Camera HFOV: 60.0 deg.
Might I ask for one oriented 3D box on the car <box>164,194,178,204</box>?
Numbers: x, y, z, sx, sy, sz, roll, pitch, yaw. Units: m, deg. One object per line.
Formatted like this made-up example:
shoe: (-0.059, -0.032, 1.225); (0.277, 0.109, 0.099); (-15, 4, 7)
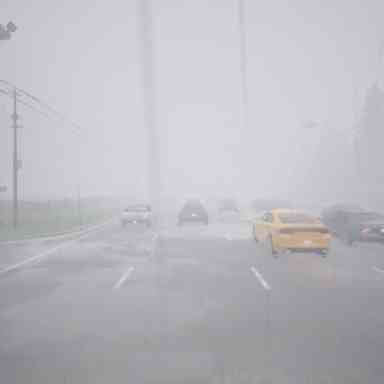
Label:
car: (-3.507, 1.065, 56.197); (2.097, 1.767, 4.553); (0, 0, 0)

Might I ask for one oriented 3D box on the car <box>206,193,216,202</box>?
car: (3.522, 1.048, 59.117); (2.097, 1.767, 4.553); (0, 0, 1)

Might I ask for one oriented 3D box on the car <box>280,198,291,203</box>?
car: (10.596, 1.356, 40.277); (1.994, 1.385, 4.181); (0, 0, 0)

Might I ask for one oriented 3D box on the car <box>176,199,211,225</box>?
car: (0.097, 1.445, 23.261); (1.994, 1.385, 4.181); (0, 0, 0)

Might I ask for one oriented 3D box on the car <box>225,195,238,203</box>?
car: (7.028, 1.218, 59.667); (1.812, 1.442, 4.674); (0, 0, 1)

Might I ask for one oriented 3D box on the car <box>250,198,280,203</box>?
car: (7.095, 1.372, 34.171); (2.033, 1.411, 5.357); (0, 0, 0)

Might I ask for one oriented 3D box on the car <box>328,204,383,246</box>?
car: (7.098, 1.471, 14.827); (2.033, 1.411, 5.357); (0, 0, 0)

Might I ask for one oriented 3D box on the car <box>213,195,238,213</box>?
car: (3.596, 1.372, 34.168); (2.033, 1.411, 5.357); (0, 0, 0)

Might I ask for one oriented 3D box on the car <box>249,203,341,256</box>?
car: (3.598, 1.412, 12.829); (1.882, 1.535, 5.008); (0, 0, 0)

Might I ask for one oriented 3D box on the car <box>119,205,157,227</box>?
car: (-3.403, 1.489, 22.063); (1.895, 1.301, 4.718); (0, 0, 0)
